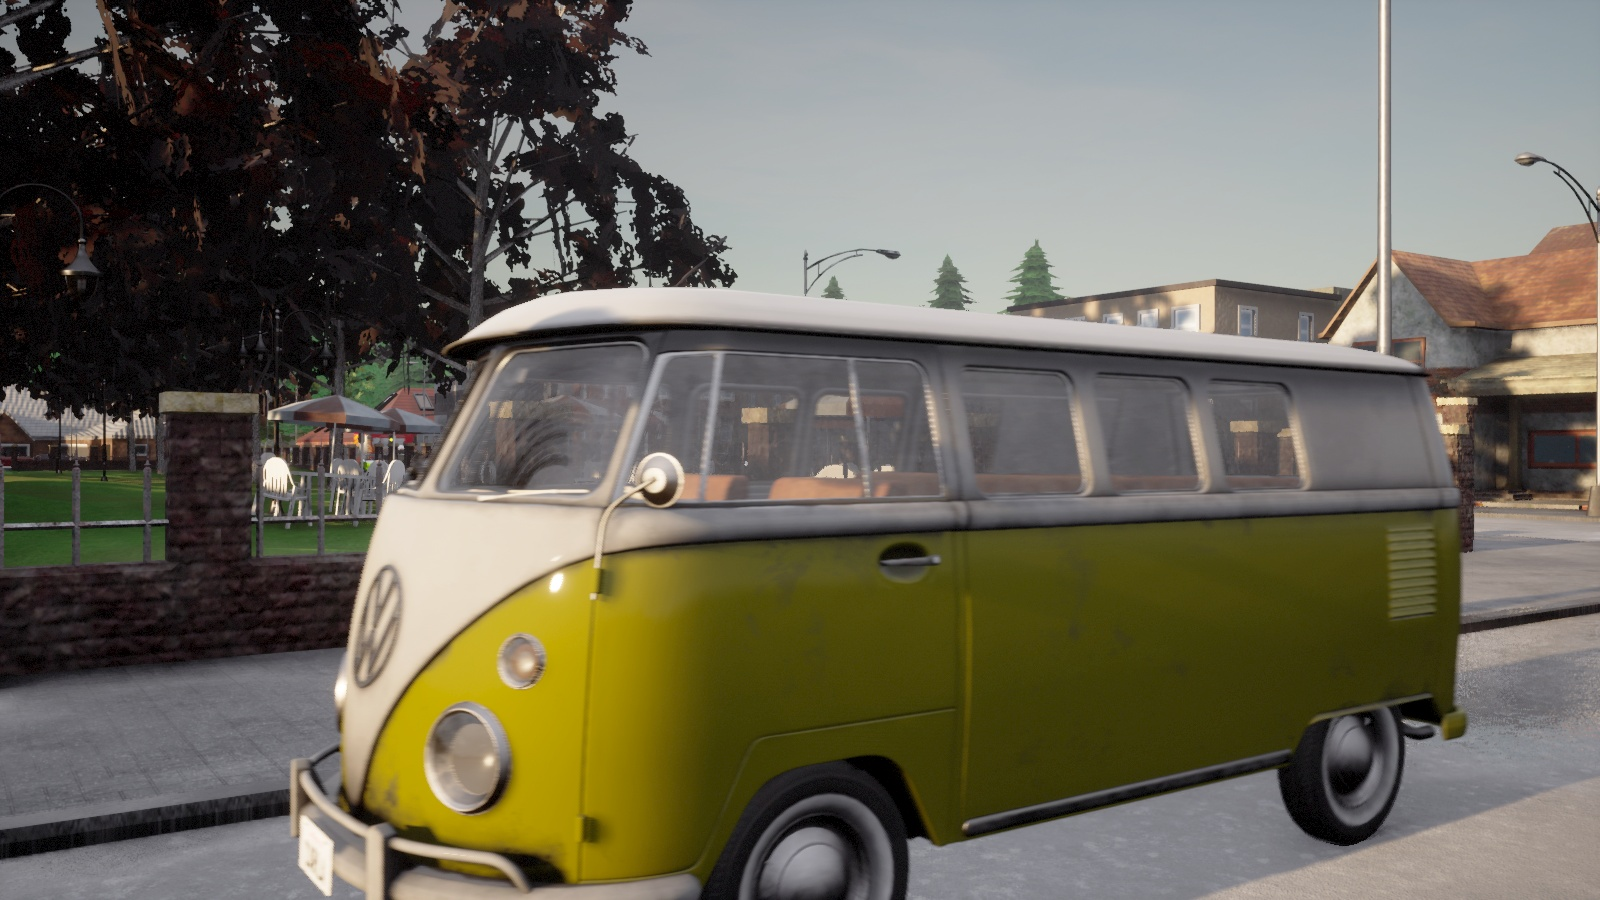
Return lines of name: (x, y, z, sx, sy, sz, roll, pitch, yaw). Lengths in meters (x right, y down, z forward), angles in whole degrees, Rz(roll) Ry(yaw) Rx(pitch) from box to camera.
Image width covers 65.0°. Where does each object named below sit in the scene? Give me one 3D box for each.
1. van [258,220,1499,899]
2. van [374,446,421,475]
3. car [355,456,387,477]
van: (0.556, 0.508, 4.655, 4.442, 1.987, 1.775, 0, 0, -35)
van: (-29.655, 0.757, 92.418, 2.069, 2.038, 4.480, 0, 0, -35)
car: (-28.675, 1.066, 83.927, 1.481, 1.376, 2.207, 0, -1, -36)
